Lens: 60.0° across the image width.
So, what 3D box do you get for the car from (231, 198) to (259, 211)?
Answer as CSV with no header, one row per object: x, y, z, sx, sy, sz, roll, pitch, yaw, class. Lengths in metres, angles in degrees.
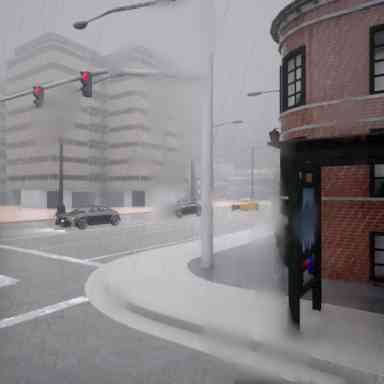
6.468,1.483,40.265,1.882,1.535,5.008,0,0,35,car

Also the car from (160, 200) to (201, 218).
-0.817,1.497,29.995,2.128,1.511,4.902,0,0,35,car

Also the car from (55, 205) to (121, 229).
-6.674,1.569,21.717,1.994,1.385,4.181,0,0,35,car
